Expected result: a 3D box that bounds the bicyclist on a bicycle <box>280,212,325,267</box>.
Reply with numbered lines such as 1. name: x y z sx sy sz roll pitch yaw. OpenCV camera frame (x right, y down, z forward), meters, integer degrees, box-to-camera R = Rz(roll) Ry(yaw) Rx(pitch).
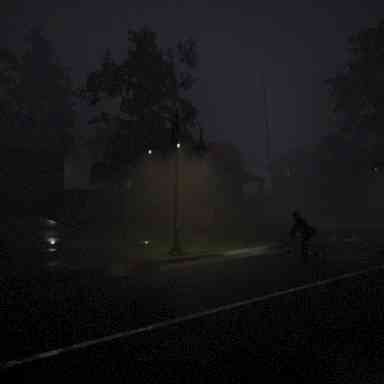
1. bicyclist on a bicycle: 3.397 1.455 10.375 0.582 1.620 1.656 0 -2 -35
